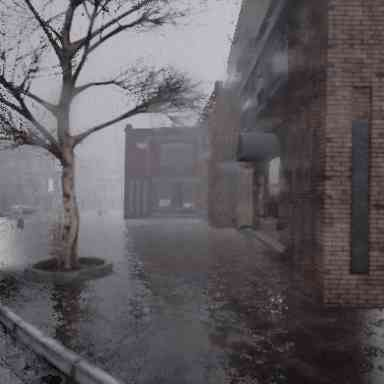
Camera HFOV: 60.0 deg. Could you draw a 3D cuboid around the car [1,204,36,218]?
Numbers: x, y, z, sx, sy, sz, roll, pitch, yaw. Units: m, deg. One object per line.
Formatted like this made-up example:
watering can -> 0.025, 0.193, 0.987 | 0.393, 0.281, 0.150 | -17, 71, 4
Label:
car -> -19.950, 2.152, 38.531 | 1.812, 1.442, 4.674 | 1, -1, 8
